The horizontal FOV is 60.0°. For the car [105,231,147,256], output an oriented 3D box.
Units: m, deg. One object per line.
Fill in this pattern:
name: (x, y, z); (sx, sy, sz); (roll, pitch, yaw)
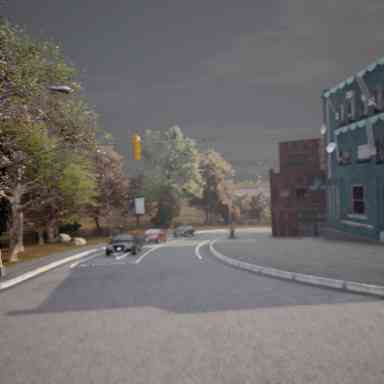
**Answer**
car: (-4.729, 3.673, 23.667); (1.994, 1.385, 4.181); (-2, -5, 1)

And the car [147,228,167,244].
car: (-3.842, 4.441, 33.730); (1.812, 1.442, 4.674); (-2, -5, 9)

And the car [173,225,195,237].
car: (-1.022, 5.255, 44.692); (1.837, 1.490, 4.892); (-2, -5, 19)
